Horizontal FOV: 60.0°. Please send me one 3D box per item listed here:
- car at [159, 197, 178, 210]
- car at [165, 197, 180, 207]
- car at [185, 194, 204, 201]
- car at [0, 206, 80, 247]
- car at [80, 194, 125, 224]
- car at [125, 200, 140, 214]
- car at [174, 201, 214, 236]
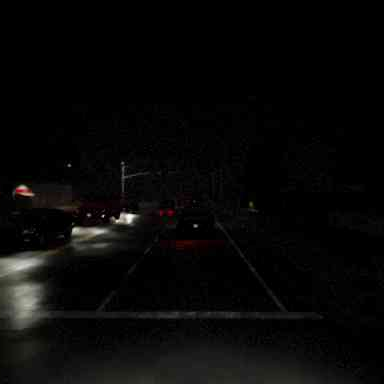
[{"bbox_3d":[-3.178,1.479,42.850,2.128,1.511,4.902,0,0,1],"label":"car"},{"bbox_3d":[-3.087,1.532,53.160,2.033,1.411,5.357,0,0,1],"label":"car"},{"bbox_3d":[0.331,1.211,42.859,2.150,2.045,5.566,0,0,1],"label":"car"},{"bbox_3d":[-7.037,1.474,15.214,1.882,1.535,5.008,0,0,1],"label":"car"},{"bbox_3d":[-6.925,1.214,25.201,2.150,2.045,5.566,0,0,1],"label":"car"},{"bbox_3d":[-6.780,1.554,35.273,1.994,1.385,4.181,0,0,1],"label":"car"},{"bbox_3d":[0.193,1.472,18.507,1.882,1.535,5.008,0,0,0],"label":"car"}]
